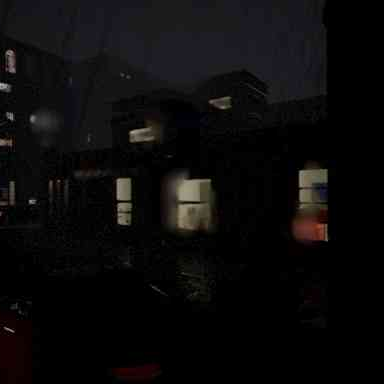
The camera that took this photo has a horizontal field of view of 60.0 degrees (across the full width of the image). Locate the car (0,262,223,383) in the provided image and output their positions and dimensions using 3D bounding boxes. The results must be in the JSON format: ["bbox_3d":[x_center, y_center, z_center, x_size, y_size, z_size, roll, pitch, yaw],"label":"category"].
[{"bbox_3d":[-1.623,1.579,4.202,4.206,1.307,1.802,0,0,36],"label":"car"}]

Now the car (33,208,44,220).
[{"bbox_3d":[-11.368,1.861,29.737,2.008,1.369,4.403,-2,-2,35],"label":"car"}]

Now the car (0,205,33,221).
[{"bbox_3d":[-14.958,1.850,29.275,1.994,1.385,4.181,-1,-1,35],"label":"car"}]
